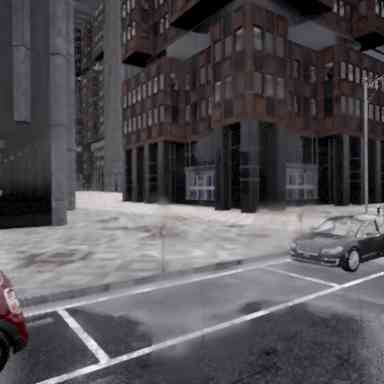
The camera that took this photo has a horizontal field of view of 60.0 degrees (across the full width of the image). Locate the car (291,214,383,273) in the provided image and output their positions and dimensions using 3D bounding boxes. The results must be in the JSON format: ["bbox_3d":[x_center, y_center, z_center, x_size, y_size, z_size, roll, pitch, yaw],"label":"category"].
[{"bbox_3d":[4.823,1.394,10.079,4.403,1.369,2.008,-1,1,-35],"label":"car"}]

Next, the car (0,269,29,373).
[{"bbox_3d":[-4.180,1.463,3.670,4.097,1.590,1.967,-1,1,-35],"label":"car"}]
